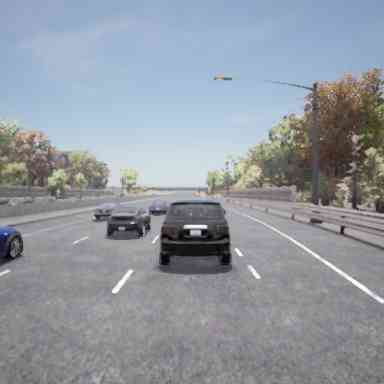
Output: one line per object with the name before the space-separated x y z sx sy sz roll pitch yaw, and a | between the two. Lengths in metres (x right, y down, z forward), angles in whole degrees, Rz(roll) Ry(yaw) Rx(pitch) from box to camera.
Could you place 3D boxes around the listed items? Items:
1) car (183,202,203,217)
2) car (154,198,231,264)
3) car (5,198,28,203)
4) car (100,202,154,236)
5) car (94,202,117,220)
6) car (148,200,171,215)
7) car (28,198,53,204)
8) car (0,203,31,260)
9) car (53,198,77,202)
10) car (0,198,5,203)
car | 0.107 1.654 32.872 1.895 1.301 4.718 0 0 0
car | 0.101 1.236 11.994 2.150 2.045 5.566 0 0 0
car | -24.551 1.583 48.717 2.128 1.511 4.902 0 0 0
car | -3.395 1.530 18.534 1.837 1.490 4.892 0 0 0
car | -6.893 1.592 28.622 2.033 1.411 5.357 0 0 0
car | -3.392 1.622 35.033 1.994 1.385 4.181 0 0 0
car | -21.057 1.567 47.842 1.882 1.535 5.008 0 0 0
car | -6.898 1.364 9.654 2.097 1.767 4.553 0 0 0
car | -17.557 1.637 47.963 2.033 1.411 5.357 0 0 0
car | -28.048 1.581 47.694 2.128 1.511 4.902 0 0 0
